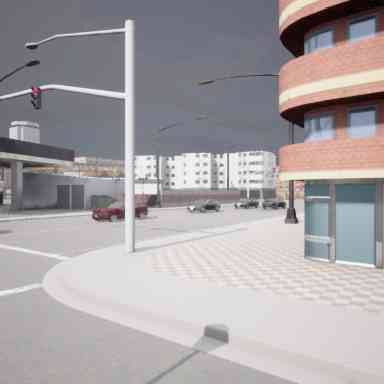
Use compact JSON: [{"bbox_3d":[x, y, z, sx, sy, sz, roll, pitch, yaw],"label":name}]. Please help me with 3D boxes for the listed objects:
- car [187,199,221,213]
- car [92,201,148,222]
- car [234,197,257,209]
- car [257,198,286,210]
[{"bbox_3d":[1.342,1.492,36.468,2.128,1.511,4.902,0,0,35],"label":"car"},{"bbox_3d":[-5.615,1.478,26.390,1.882,1.535,5.008,0,1,35],"label":"car"},{"bbox_3d":[7.498,1.492,45.345,2.128,1.511,4.902,0,0,35],"label":"car"},{"bbox_3d":[10.839,1.491,43.727,2.128,1.511,4.902,0,0,35],"label":"car"}]
